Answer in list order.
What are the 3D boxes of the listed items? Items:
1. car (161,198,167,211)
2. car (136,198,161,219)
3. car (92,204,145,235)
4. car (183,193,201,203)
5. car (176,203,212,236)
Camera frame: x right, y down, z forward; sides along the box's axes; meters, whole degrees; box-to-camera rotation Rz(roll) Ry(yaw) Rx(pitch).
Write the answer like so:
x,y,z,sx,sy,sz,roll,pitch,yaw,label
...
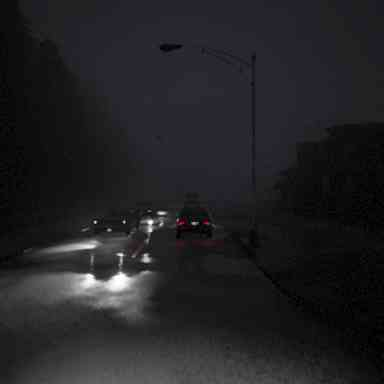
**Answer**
x,y,z,sx,sy,sz,roll,pitch,yaw,label
-4.067,1.443,40.608,2.128,1.511,4.902,0,0,0,car
-4.085,1.470,29.141,1.837,1.490,4.892,0,0,0,car
-4.095,1.579,18.724,1.895,1.301,4.718,0,0,0,car
-0.014,1.168,45.435,2.150,2.045,5.566,0,0,0,car
0.094,1.526,18.087,2.033,1.411,5.357,0,0,0,car
